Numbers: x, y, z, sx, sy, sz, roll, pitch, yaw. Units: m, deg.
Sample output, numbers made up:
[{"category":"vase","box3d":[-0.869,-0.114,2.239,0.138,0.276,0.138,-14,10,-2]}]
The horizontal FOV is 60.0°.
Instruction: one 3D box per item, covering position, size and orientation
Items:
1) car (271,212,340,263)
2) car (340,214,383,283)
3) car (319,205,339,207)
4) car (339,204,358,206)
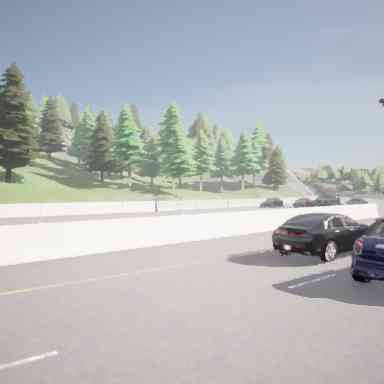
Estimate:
[{"category":"car","box3d":[4.913,1.505,12.086,4.892,1.490,1.837,0,0,-39]},{"category":"car","box3d":[6.033,1.352,8.518,4.553,1.767,2.097,0,0,-38]},{"category":"car","box3d":[17.569,1.225,43.364,2.150,2.045,5.566,0,0,43]},{"category":"car","box3d":[20.261,1.507,41.125,1.837,1.490,4.892,0,-1,43]}]
